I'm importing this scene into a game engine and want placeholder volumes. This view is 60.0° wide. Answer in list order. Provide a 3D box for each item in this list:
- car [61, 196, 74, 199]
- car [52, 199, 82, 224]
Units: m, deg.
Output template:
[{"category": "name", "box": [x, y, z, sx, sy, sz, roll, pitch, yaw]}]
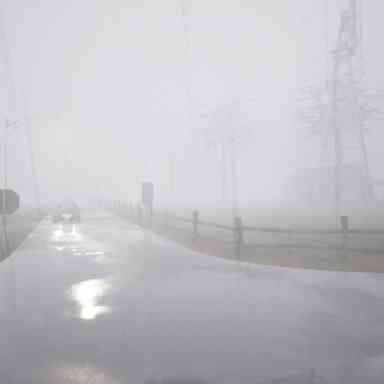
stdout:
[{"category": "car", "box": [-23.914, 1.565, 63.917, 2.097, 1.767, 4.553, 1, -1, -20]}, {"category": "car", "box": [-9.465, 1.545, 25.243, 2.128, 1.511, 4.902, 1, 0, -20]}]
